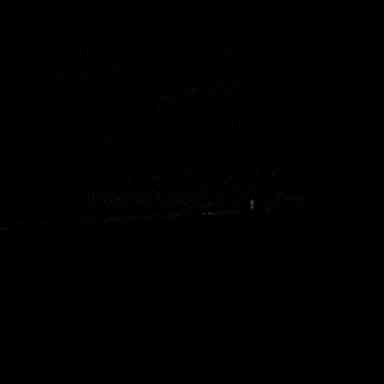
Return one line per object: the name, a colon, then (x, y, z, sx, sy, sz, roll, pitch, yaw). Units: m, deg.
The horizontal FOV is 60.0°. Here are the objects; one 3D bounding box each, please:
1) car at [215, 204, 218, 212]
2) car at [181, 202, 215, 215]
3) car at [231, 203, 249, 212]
car: (2.541, 2.540, 55.780, 2.097, 1.767, 4.553, -1, -1, 36)
car: (0.668, 2.596, 48.374, 2.033, 1.411, 5.357, -1, -1, 36)
car: (8.789, 2.781, 59.754, 1.837, 1.490, 4.892, -1, -1, 36)
